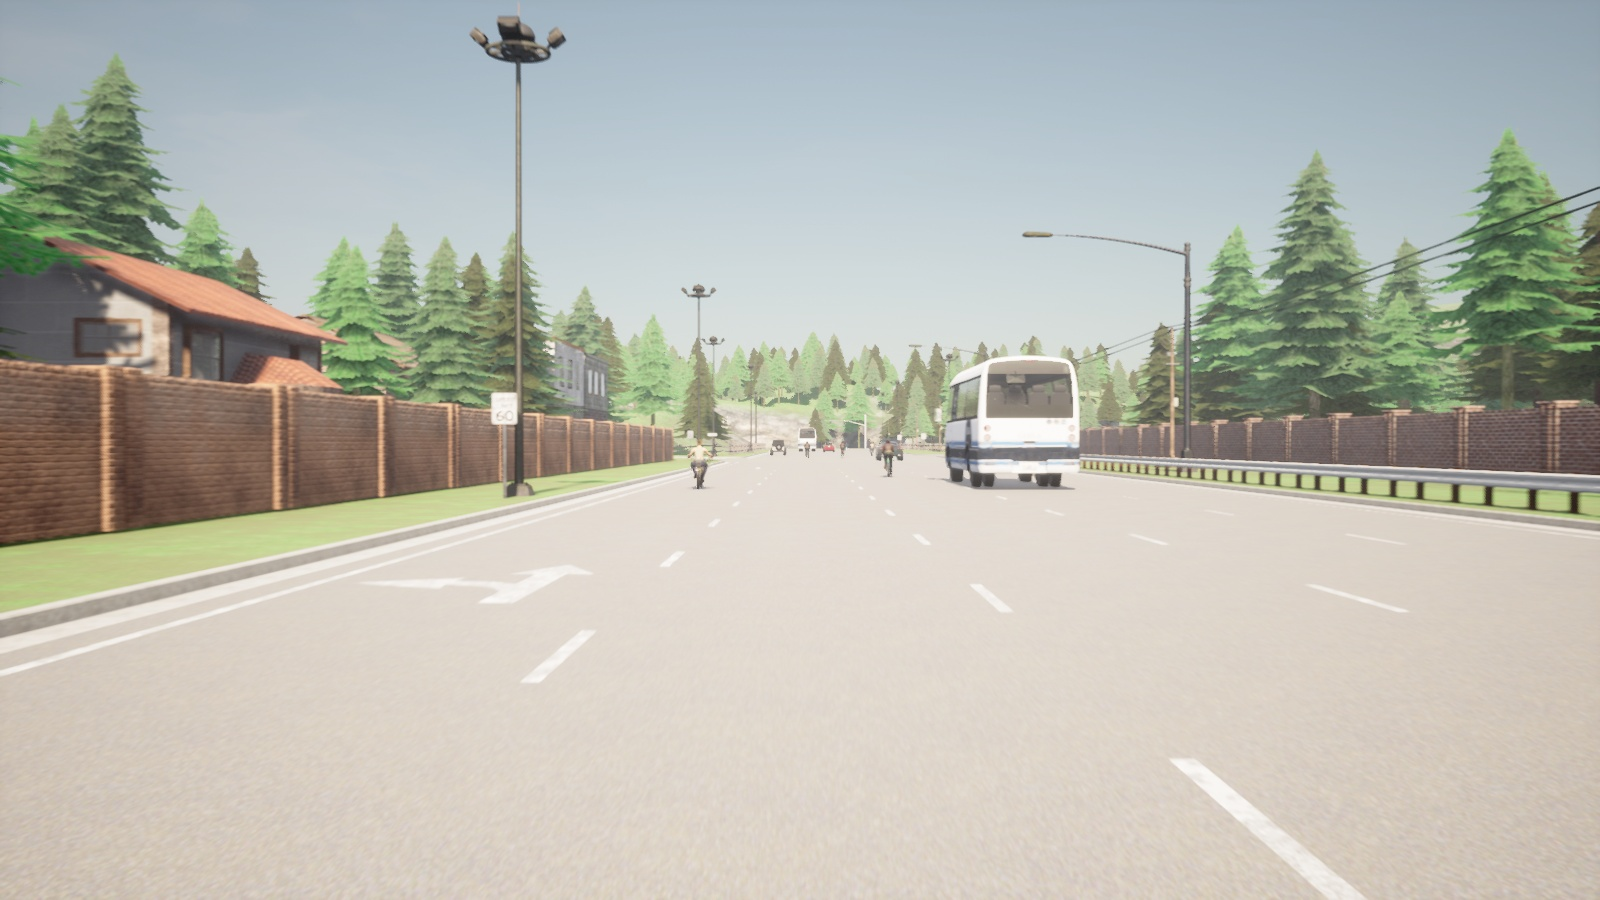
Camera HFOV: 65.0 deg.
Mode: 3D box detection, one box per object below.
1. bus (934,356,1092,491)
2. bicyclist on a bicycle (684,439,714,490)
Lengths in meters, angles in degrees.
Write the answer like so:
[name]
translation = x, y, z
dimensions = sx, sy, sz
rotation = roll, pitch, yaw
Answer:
[bus]
translation = 7.271, -0.874, 44.855
dimensions = 3.944, 4.253, 10.273
rotation = 0, 0, 0
[bicyclist on a bicycle]
translation = -3.250, 0.455, 40.519
dimensions = 0.866, 1.612, 1.509
rotation = 0, 0, 0
